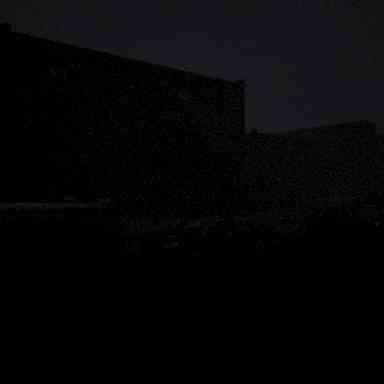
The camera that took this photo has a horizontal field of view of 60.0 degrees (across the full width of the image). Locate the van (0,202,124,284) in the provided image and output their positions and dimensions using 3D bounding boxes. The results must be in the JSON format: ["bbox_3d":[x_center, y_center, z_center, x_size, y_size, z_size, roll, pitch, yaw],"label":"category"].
[{"bbox_3d":[-3.953,1.232,7.893,4.442,1.987,1.878,0,0,-33],"label":"van"}]

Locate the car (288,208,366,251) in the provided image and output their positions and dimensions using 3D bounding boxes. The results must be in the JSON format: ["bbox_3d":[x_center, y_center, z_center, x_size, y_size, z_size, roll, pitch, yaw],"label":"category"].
[{"bbox_3d":[5.161,1.578,14.390,4.792,1.488,2.163,2,-1,-37],"label":"car"}]

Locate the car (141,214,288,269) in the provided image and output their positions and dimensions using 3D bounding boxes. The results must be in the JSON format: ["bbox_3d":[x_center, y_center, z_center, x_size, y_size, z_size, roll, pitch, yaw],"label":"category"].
[{"bbox_3d":[0.676,1.493,11.190,4.892,1.521,2.231,2,-1,-37],"label":"car"}]

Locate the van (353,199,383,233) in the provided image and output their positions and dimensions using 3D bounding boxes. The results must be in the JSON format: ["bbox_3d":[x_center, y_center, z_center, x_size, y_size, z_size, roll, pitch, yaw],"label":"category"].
[{"bbox_3d":[10.462,1.388,18.177,4.442,1.987,1.878,2,-1,-38],"label":"van"}]
